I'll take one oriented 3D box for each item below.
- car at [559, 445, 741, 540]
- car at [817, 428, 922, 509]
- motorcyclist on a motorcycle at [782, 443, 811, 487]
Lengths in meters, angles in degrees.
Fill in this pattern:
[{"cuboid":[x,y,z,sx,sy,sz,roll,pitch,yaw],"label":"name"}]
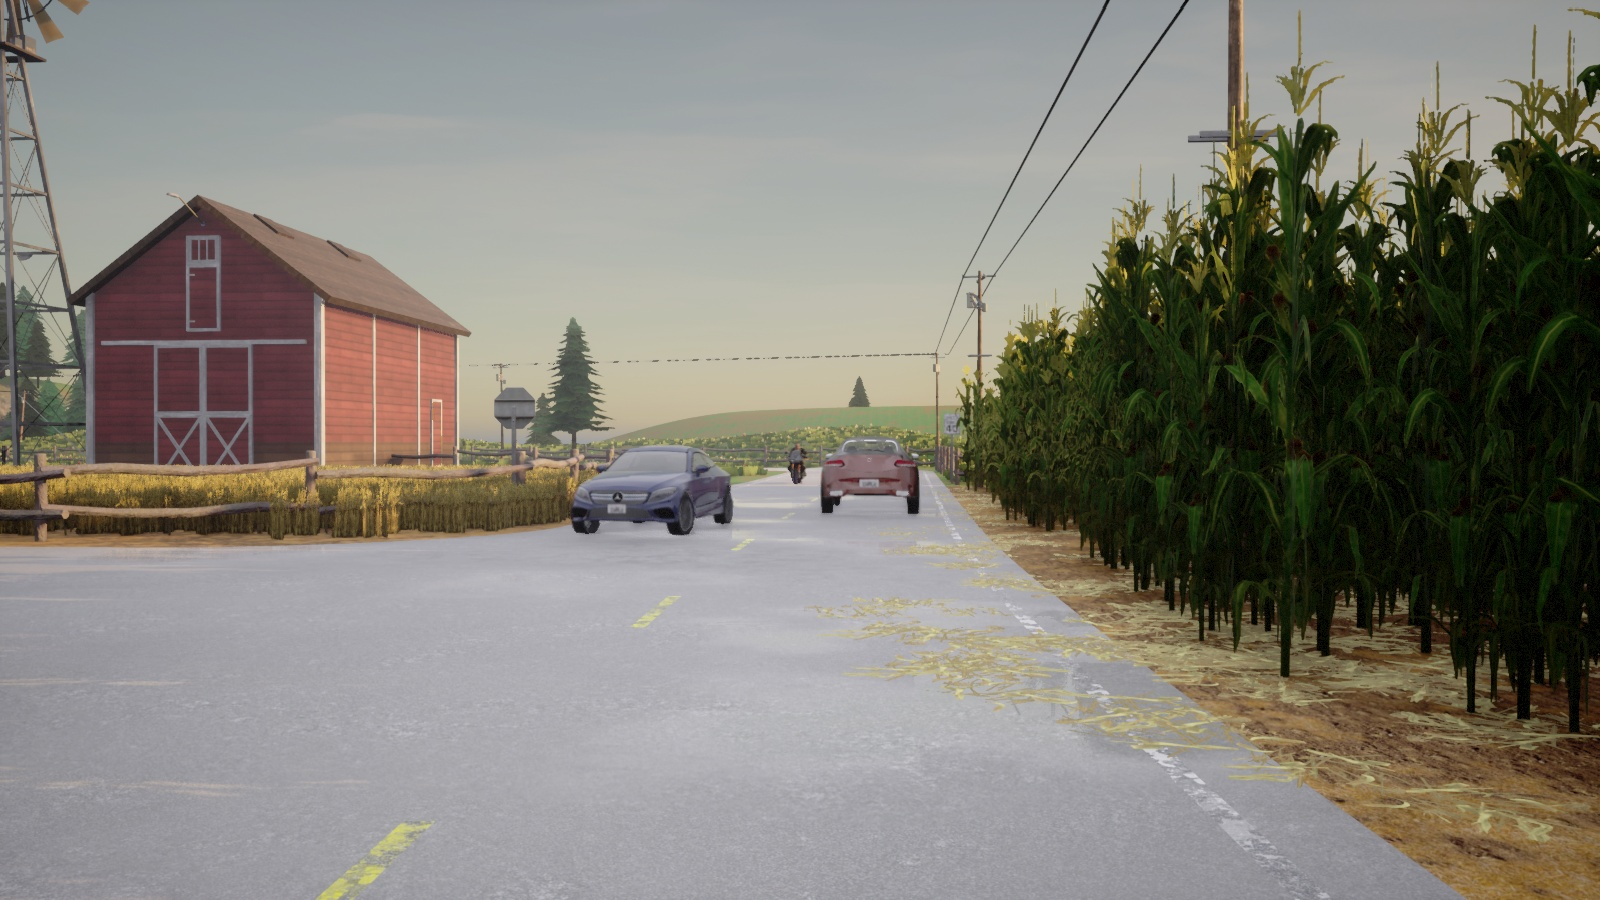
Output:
[{"cuboid":[-2.446,0.647,21.824,1.812,1.442,4.674,0,0,11],"label":"car"},{"cuboid":[1.630,0.366,28.468,2.152,1.651,5.027,0,0,4],"label":"car"},{"cuboid":[-0.100,0.523,45.680,0.866,1.530,2.191,0,0,5],"label":"motorcyclist on a motorcycle"}]
